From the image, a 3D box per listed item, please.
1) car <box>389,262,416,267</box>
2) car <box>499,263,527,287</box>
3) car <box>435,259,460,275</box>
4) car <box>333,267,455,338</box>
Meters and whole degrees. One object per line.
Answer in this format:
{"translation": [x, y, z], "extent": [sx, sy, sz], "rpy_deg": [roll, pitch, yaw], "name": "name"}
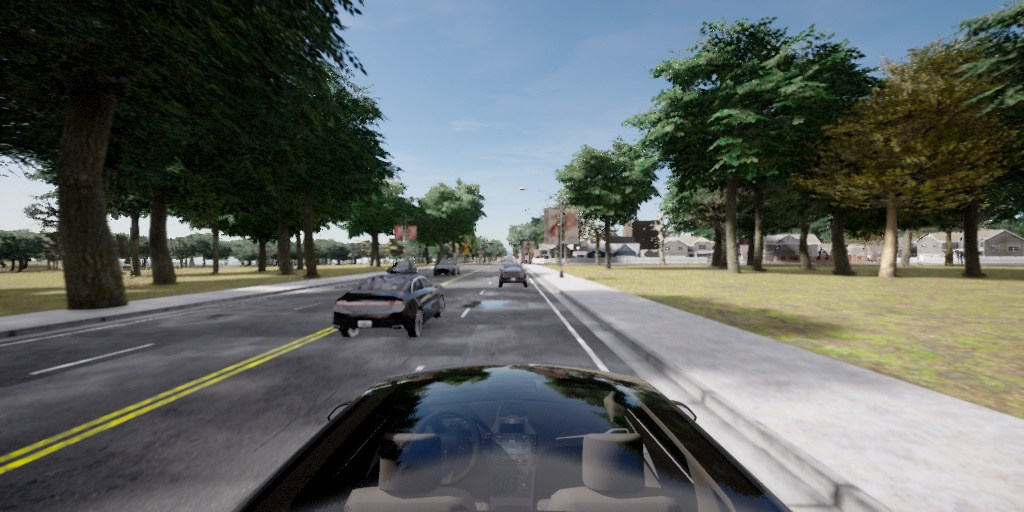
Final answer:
{"translation": [-9.856, 1.291, 32.344], "extent": [1.837, 1.490, 4.892], "rpy_deg": [0, -1, 0], "name": "car"}
{"translation": [0.074, 1.292, 24.611], "extent": [1.812, 1.442, 4.674], "rpy_deg": [0, 0, 0], "name": "car"}
{"translation": [-6.580, 1.145, 36.367], "extent": [2.097, 1.767, 4.553], "rpy_deg": [0, 0, 0], "name": "car"}
{"translation": [-3.161, 1.242, 10.115], "extent": [2.128, 1.511, 4.902], "rpy_deg": [0, 0, 0], "name": "car"}
